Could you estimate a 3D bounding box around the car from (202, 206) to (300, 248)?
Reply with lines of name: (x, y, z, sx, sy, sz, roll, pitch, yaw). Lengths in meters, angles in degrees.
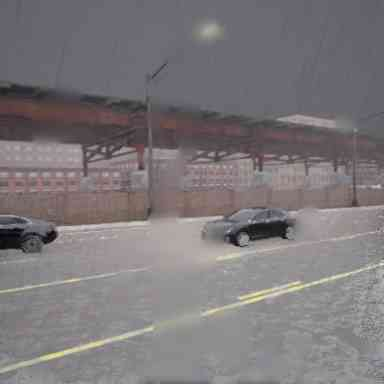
car: (2.649, 1.418, 14.465, 4.892, 1.490, 1.837, -1, 0, -35)

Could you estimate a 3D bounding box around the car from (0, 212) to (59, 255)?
car: (-7.306, 1.486, 11.674, 4.902, 1.511, 2.128, -1, 0, -35)
